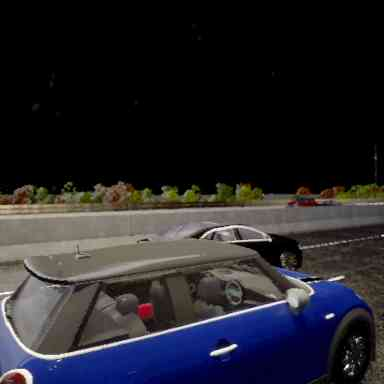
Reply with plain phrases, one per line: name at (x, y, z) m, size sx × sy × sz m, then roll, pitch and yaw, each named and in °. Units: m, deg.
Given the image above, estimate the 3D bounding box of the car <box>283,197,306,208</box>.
car at (12.659, 1.415, 38.686) m, size 4.553 × 1.767 × 2.097 m, roll 0°, pitch 0°, yaw -35°

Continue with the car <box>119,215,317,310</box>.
car at (0.841, 1.502, 8.628) m, size 4.902 × 1.511 × 2.128 m, roll 0°, pitch 0°, yaw -35°

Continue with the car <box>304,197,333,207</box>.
car at (14.898, 1.611, 35.987) m, size 5.357 × 1.411 × 2.033 m, roll 0°, pitch 0°, yaw -35°

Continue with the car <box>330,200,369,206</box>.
car at (15.966, 1.662, 32.454) m, size 4.718 × 1.301 × 1.895 m, roll 0°, pitch 0°, yaw -35°

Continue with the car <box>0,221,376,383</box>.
car at (0.127, 1.356, 3.835) m, size 4.553 × 1.767 × 2.097 m, roll 0°, pitch 0°, yaw -35°
